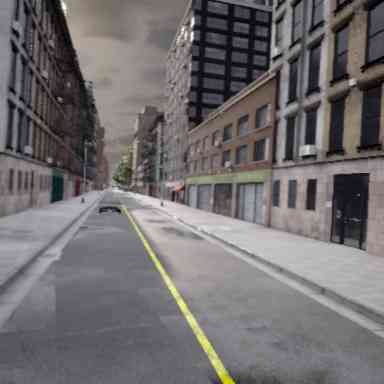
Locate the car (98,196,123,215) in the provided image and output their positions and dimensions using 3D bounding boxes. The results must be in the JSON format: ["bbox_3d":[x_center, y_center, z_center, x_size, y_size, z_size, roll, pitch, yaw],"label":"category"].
[{"bbox_3d":[-7.019,1.075,28.637,2.033,1.411,5.357,3,0,-14],"label":"car"}]
